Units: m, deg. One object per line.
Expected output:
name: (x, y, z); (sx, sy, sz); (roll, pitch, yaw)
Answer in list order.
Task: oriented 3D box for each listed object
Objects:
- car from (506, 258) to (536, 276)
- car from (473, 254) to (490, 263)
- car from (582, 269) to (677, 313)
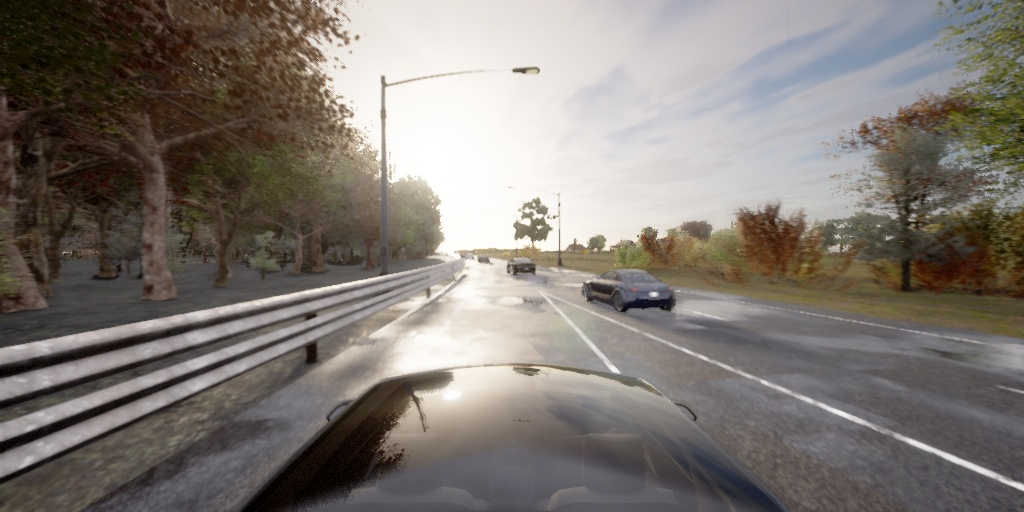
car: (0.736, 0.872, 31.744); (1.882, 1.535, 5.008); (0, 1, -11)
car: (-5.048, 0.457, 62.647); (2.128, 1.511, 4.902); (0, 1, -11)
car: (4.178, 1.174, 13.428); (1.994, 1.385, 4.181); (0, 1, -11)
